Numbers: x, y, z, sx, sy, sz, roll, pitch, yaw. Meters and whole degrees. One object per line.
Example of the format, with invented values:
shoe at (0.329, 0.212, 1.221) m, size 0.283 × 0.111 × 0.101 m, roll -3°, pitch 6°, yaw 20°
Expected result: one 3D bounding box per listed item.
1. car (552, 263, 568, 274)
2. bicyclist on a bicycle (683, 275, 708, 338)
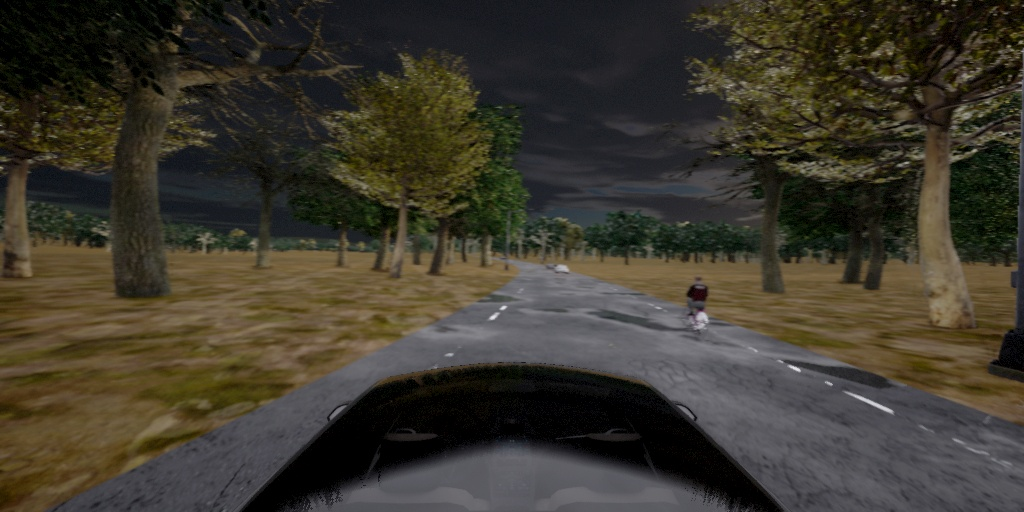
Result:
car at (7.993, 2.097, 58.263) m, size 1.812 × 1.442 × 4.674 m, roll 2°, pitch 0°, yaw 2°
bicyclist on a bicycle at (5.416, 1.449, 10.647) m, size 0.659 × 1.776 × 1.843 m, roll 2°, pitch 0°, yaw 7°
